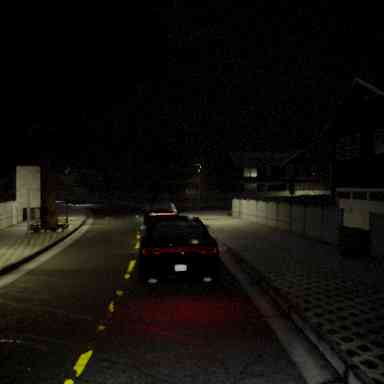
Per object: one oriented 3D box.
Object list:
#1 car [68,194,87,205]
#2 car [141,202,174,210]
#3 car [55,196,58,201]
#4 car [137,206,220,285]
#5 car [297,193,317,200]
[{"bbox_3d":[-16.939,1.025,48.904,1.837,1.490,4.892,-1,1,-32],"label":"car"},{"bbox_3d":[-1.842,1.309,19.177,2.128,1.511,4.902,0,1,-10],"label":"car"},{"bbox_3d":[-26.409,0.943,61.429,1.812,1.442,4.674,-1,1,-42],"label":"car"},{"bbox_3d":[-0.452,1.391,9.362,1.882,1.535,5.008,0,1,-5],"label":"car"},{"bbox_3d":[13.288,0.873,38.631,5.357,1.411,2.033,-1,1,-14],"label":"car"}]
